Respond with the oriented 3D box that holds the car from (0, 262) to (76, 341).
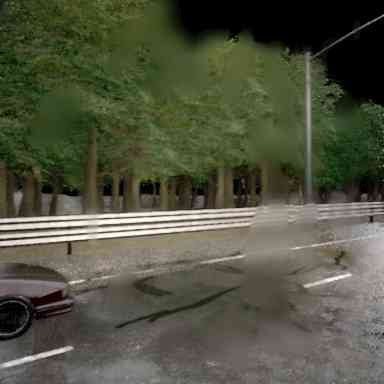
[{"bbox_3d":[-4.591,1.539,4.750,5.357,1.411,2.033,0,0,-35],"label":"car"}]
